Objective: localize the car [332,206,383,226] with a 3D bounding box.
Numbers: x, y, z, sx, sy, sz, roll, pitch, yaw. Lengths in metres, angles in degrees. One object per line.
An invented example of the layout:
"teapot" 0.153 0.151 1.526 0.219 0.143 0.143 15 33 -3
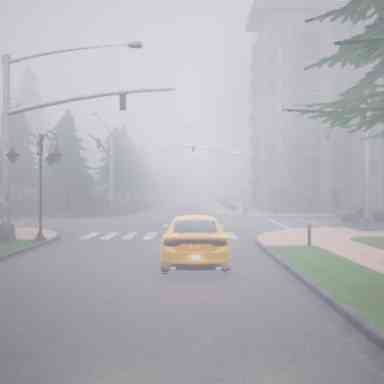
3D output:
"car" 12.382 1.619 22.942 4.718 1.301 1.895 0 0 3

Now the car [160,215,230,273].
"car" 0.073 1.479 10.727 1.882 1.535 5.008 0 0 -1
